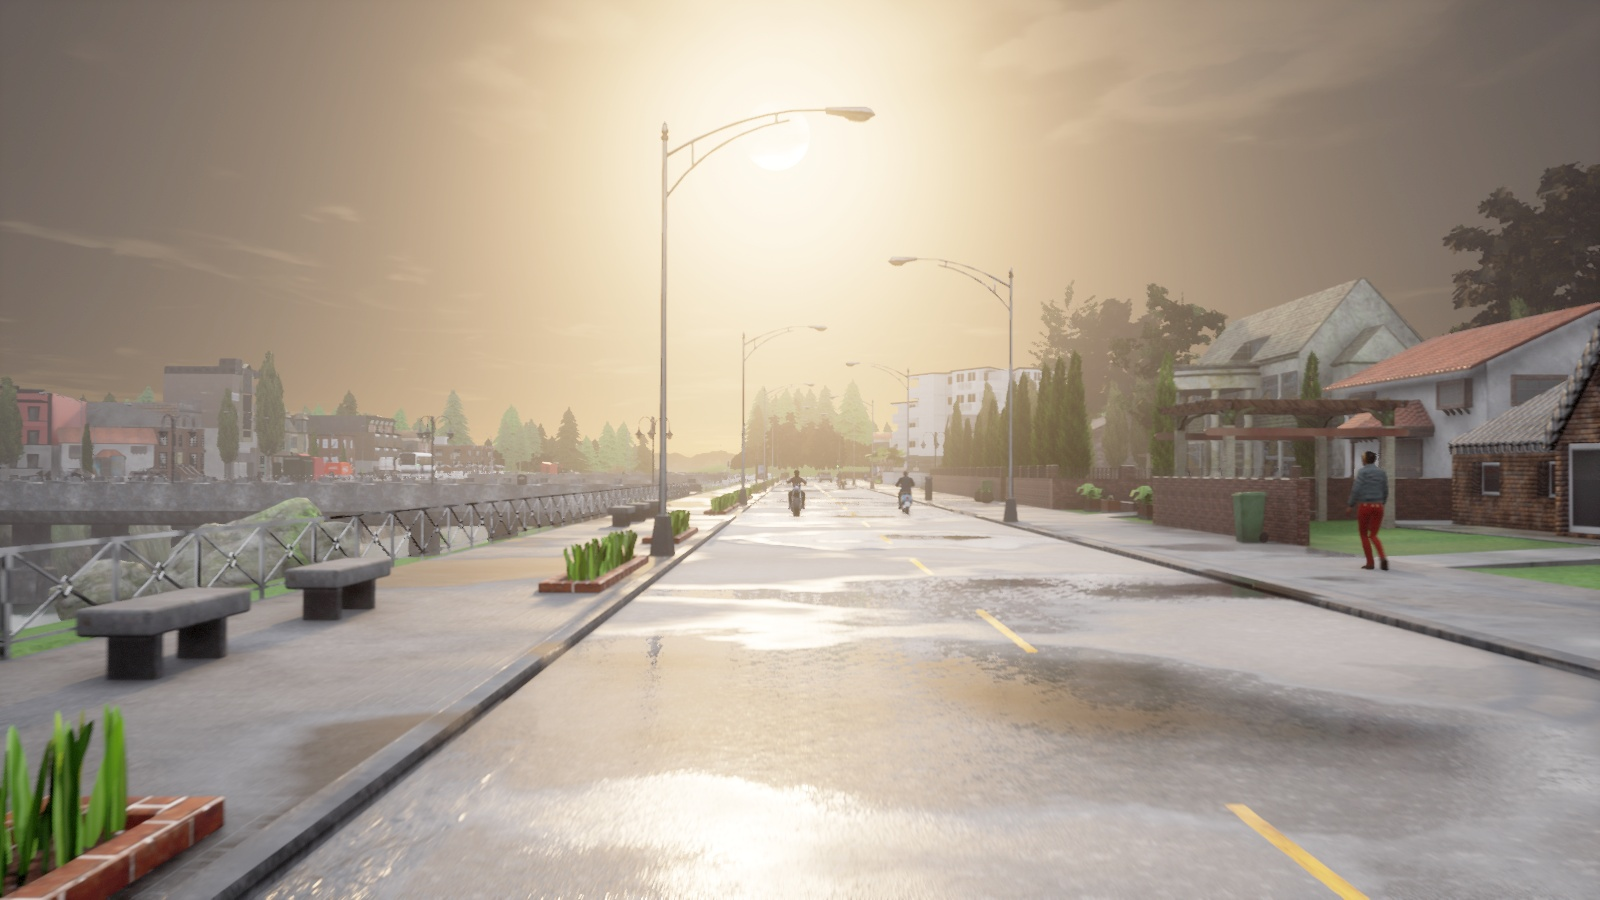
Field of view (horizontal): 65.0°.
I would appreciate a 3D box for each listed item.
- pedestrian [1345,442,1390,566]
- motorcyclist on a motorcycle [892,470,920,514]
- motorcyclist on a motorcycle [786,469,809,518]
[{"bbox_3d":[8.616,0.809,19.076,0.353,1.847,0.614,0,-1,-5],"label":"pedestrian"},{"bbox_3d":[3.891,1.529,46.398,0.866,1.590,1.817,0,-1,0],"label":"motorcyclist on a motorcycle"},{"bbox_3d":[-0.102,1.494,43.516,0.766,1.649,2.350,0,-1,0],"label":"motorcyclist on a motorcycle"}]
